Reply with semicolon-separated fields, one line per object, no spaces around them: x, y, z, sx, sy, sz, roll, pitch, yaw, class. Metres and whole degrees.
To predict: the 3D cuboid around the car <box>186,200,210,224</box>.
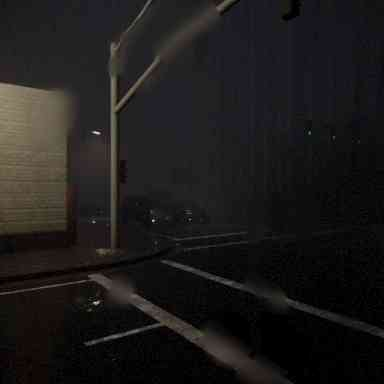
-0.663;1.407;25.091;2.097;1.767;4.553;0;0;-35;car

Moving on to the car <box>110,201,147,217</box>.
-6.378;1.618;33.099;1.994;1.385;4.181;0;0;-35;car

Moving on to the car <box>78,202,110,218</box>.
-9.162;1.618;30.975;1.994;1.385;4.181;0;0;-35;car

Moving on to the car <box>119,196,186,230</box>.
-3.032;1.277;22.379;2.150;2.045;5.566;0;0;-36;car
